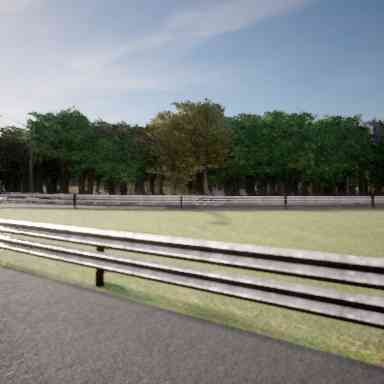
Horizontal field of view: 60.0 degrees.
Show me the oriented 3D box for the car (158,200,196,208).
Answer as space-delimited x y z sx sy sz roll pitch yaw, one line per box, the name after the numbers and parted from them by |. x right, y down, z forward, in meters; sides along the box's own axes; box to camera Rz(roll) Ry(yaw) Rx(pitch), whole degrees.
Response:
-1.643 1.059 36.080 4.181 1.385 1.994 0 0 0 | car
